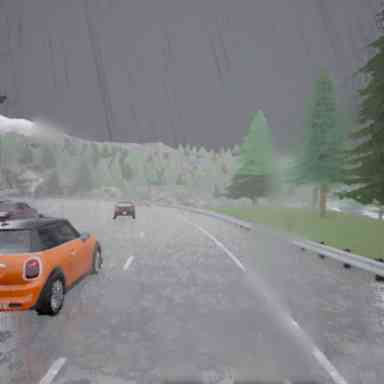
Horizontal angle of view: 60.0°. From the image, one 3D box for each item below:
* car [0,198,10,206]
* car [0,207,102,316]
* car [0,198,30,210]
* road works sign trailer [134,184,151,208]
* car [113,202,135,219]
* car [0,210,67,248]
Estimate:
[{"bbox_3d":[-33.882,1.797,59.600,1.994,1.385,4.181,0,0,-24],"label":"car"},{"bbox_3d":[-3.569,1.382,7.688,2.097,1.767,4.553,0,0,-2],"label":"car"},{"bbox_3d":[-12.051,1.452,22.731,2.097,1.767,4.553,0,0,-8],"label":"car"},{"bbox_3d":[-7.590,0.562,49.984,2.380,3.560,2.880,0,0,-19],"label":"road works sign trailer"},{"bbox_3d":[-6.165,1.595,30.348,1.812,1.442,4.674,0,0,-12],"label":"car"},{"bbox_3d":[-7.677,1.667,16.108,1.895,1.301,4.718,0,0,-6],"label":"car"}]
